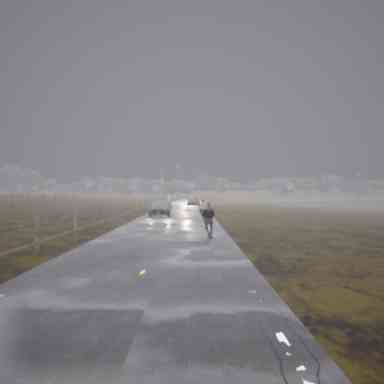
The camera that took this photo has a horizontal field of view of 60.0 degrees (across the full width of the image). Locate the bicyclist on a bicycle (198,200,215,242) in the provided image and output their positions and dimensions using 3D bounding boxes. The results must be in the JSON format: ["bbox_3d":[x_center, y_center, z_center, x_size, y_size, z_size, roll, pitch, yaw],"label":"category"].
[{"bbox_3d":[0.769,1.351,15.359,0.659,1.776,1.843,0,0,0],"label":"bicyclist on a bicycle"}]

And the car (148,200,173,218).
[{"bbox_3d":[-2.802,1.446,30.226,1.882,1.535,5.008,0,0,0],"label":"car"}]

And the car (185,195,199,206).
[{"bbox_3d":[0.248,1.531,55.942,1.994,1.385,4.181,0,0,0],"label":"car"}]

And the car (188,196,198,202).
[{"bbox_3d":[0.237,1.536,73.861,2.033,1.411,5.357,0,0,0],"label":"car"}]
